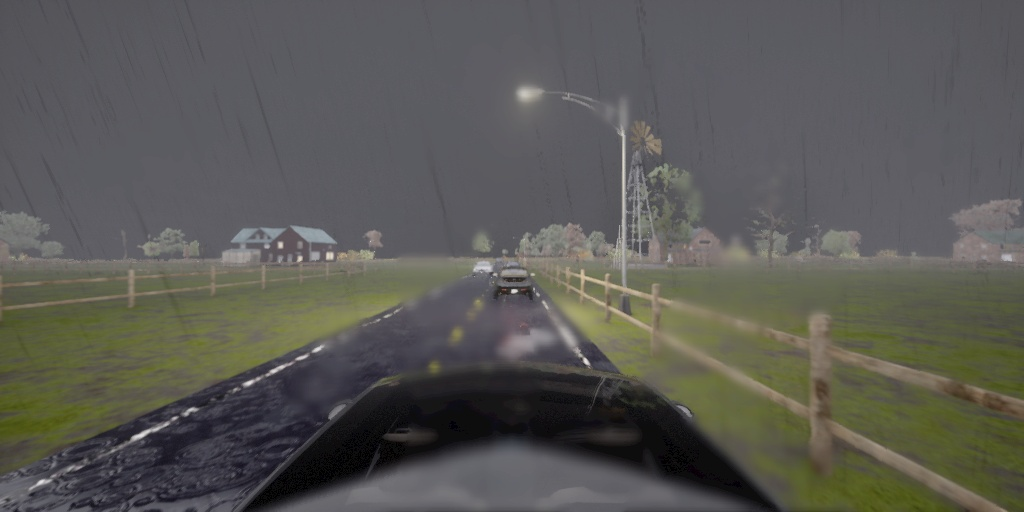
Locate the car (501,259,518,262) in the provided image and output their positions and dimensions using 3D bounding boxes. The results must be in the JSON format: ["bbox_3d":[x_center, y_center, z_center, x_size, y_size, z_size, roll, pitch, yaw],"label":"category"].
[{"bbox_3d":[0.112,1.268,39.897,2.033,1.411,5.357,0,0,0],"label":"car"}]

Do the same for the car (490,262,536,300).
[{"bbox_3d":[0.104,1.246,17.758,1.837,1.490,4.892,0,0,0],"label":"car"}]

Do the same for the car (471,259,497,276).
[{"bbox_3d":[-2.832,1.250,36.063,1.812,1.442,4.674,0,0,0],"label":"car"}]
